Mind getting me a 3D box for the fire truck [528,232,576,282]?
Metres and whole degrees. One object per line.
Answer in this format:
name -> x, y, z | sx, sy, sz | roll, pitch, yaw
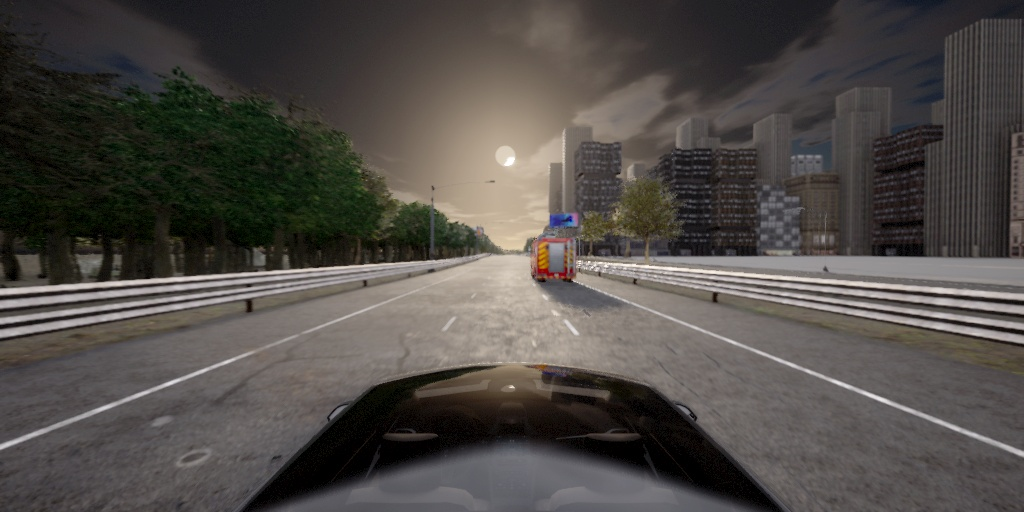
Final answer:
fire truck -> 3.253, 0.121, 30.385 | 2.891, 3.827, 8.468 | 0, 0, -1
